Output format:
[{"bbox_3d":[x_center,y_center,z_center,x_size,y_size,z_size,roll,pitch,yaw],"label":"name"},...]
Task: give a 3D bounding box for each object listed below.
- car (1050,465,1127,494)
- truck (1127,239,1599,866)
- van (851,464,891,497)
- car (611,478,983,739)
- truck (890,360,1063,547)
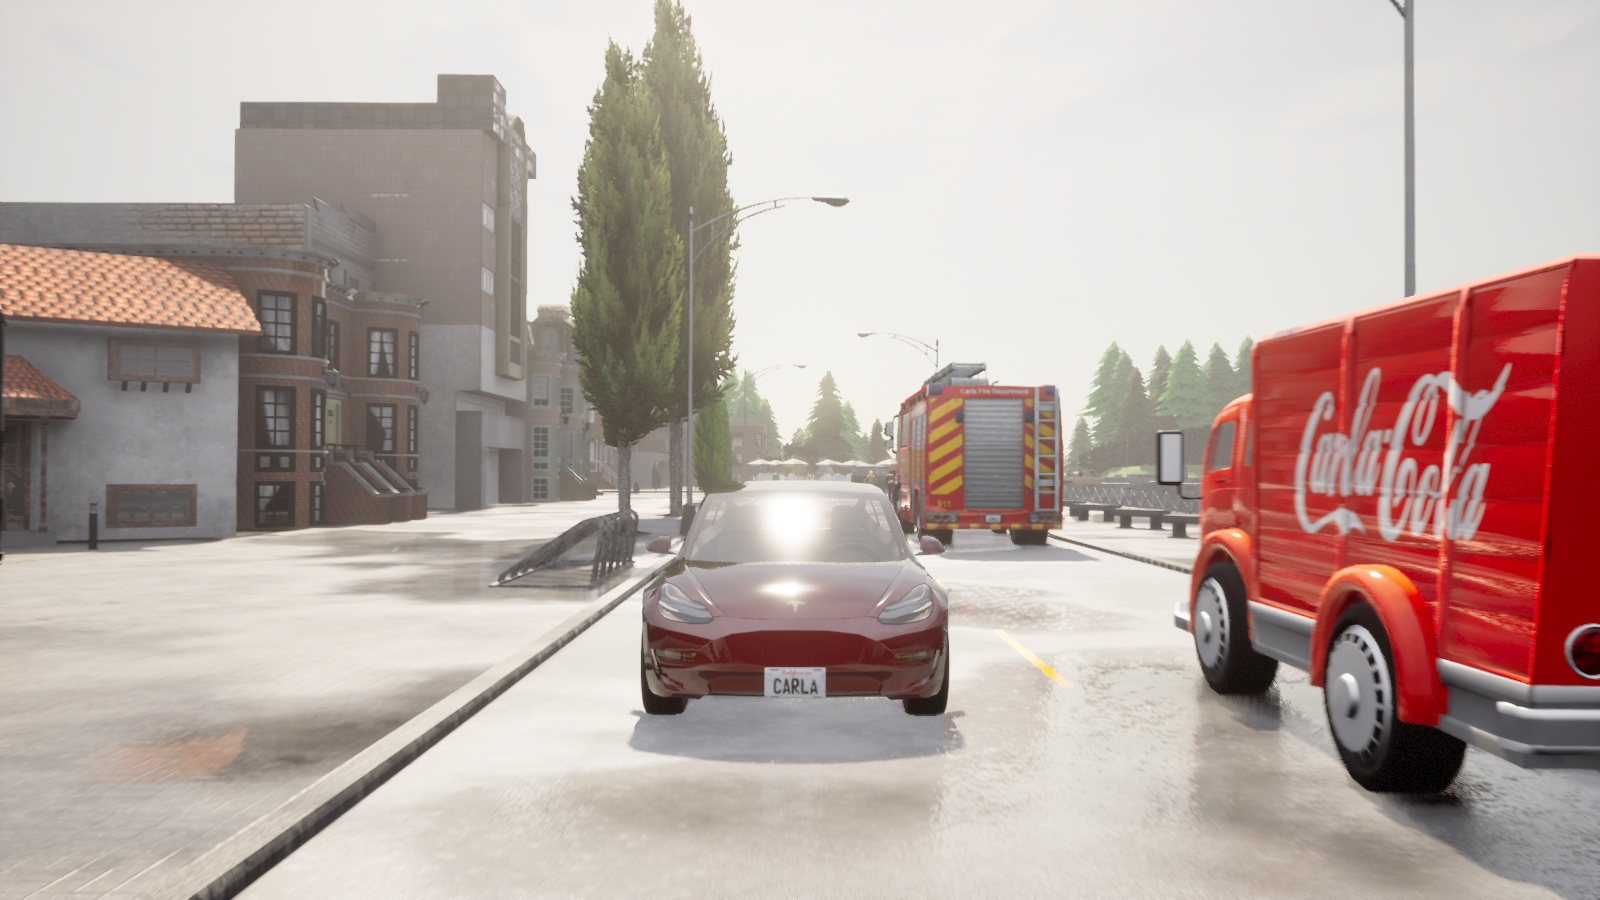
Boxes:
[{"bbox_3d":[18.988,1.942,82.823,4.605,1.855,1.932,0,-1,0],"label":"car"},{"bbox_3d":[3.977,0.439,7.559,2.627,2.467,5.204,0,-1,0],"label":"truck"},{"bbox_3d":[4.452,1.861,78.357,1.775,1.987,4.442,-1,-1,13],"label":"van"},{"bbox_3d":[-0.026,0.977,9.724,2.163,1.488,4.792,0,-1,0],"label":"car"},{"bbox_3d":[3.916,0.136,29.973,2.891,3.827,8.468,0,-1,0],"label":"truck"}]
